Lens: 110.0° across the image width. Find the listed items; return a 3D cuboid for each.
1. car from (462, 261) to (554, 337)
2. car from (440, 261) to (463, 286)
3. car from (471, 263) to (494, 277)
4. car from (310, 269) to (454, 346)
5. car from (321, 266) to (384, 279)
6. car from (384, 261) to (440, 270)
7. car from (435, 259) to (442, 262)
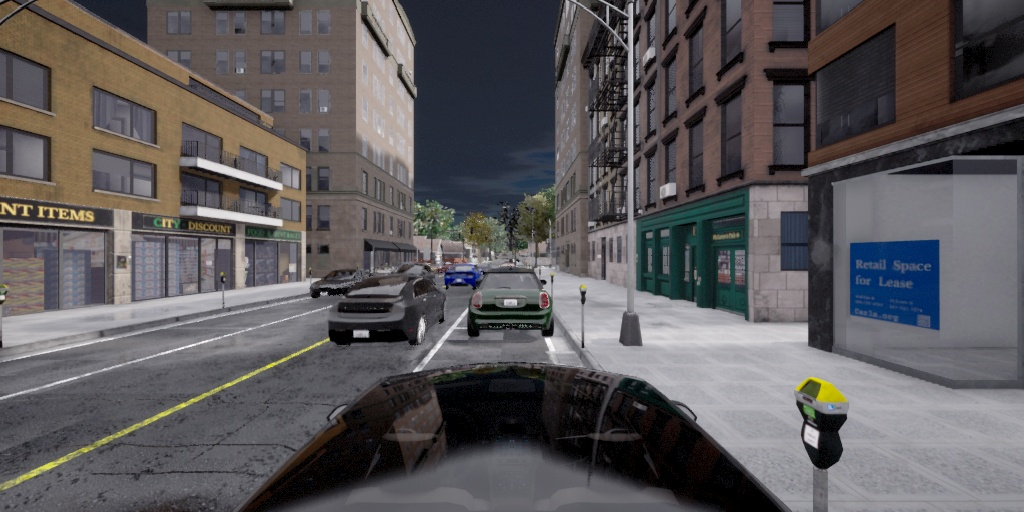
[{"bbox_3d":[-0.033,1.103,10.470,2.097,1.767,4.553,0,0,0],"label":"car"},{"bbox_3d":[-3.024,1.229,22.912,1.882,1.535,5.008,0,0,0],"label":"car"},{"bbox_3d":[-2.924,1.362,36.598,1.895,1.301,4.718,0,0,0],"label":"car"},{"bbox_3d":[-2.923,1.255,9.369,1.837,1.490,4.892,0,0,0],"label":"car"},{"bbox_3d":[-8.408,1.316,18.201,1.948,1.339,4.313,0,0,0],"label":"car"},{"bbox_3d":[-5.869,1.256,21.374,1.837,1.490,4.892,0,0,0],"label":"car"},{"bbox_3d":[-8.408,1.285,34.586,1.751,1.417,4.829,0,0,0],"label":"car"}]
